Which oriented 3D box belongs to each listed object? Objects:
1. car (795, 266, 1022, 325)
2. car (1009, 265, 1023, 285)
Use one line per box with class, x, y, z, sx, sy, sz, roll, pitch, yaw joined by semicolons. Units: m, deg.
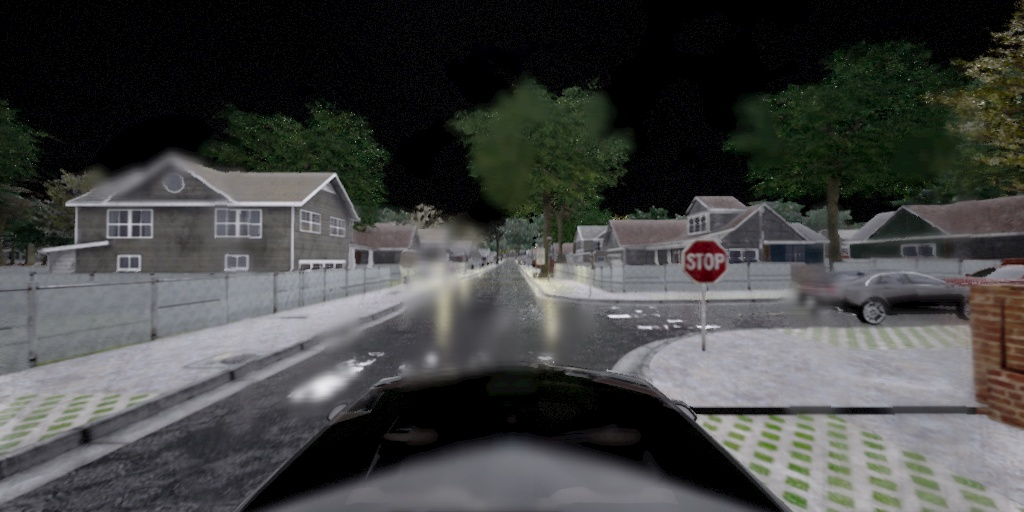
car;11.460;1.172;10.892;4.902;1.511;2.128;-1;-1;-1
car;19.458;1.098;13.823;5.008;1.535;1.882;-1;-1;-1
